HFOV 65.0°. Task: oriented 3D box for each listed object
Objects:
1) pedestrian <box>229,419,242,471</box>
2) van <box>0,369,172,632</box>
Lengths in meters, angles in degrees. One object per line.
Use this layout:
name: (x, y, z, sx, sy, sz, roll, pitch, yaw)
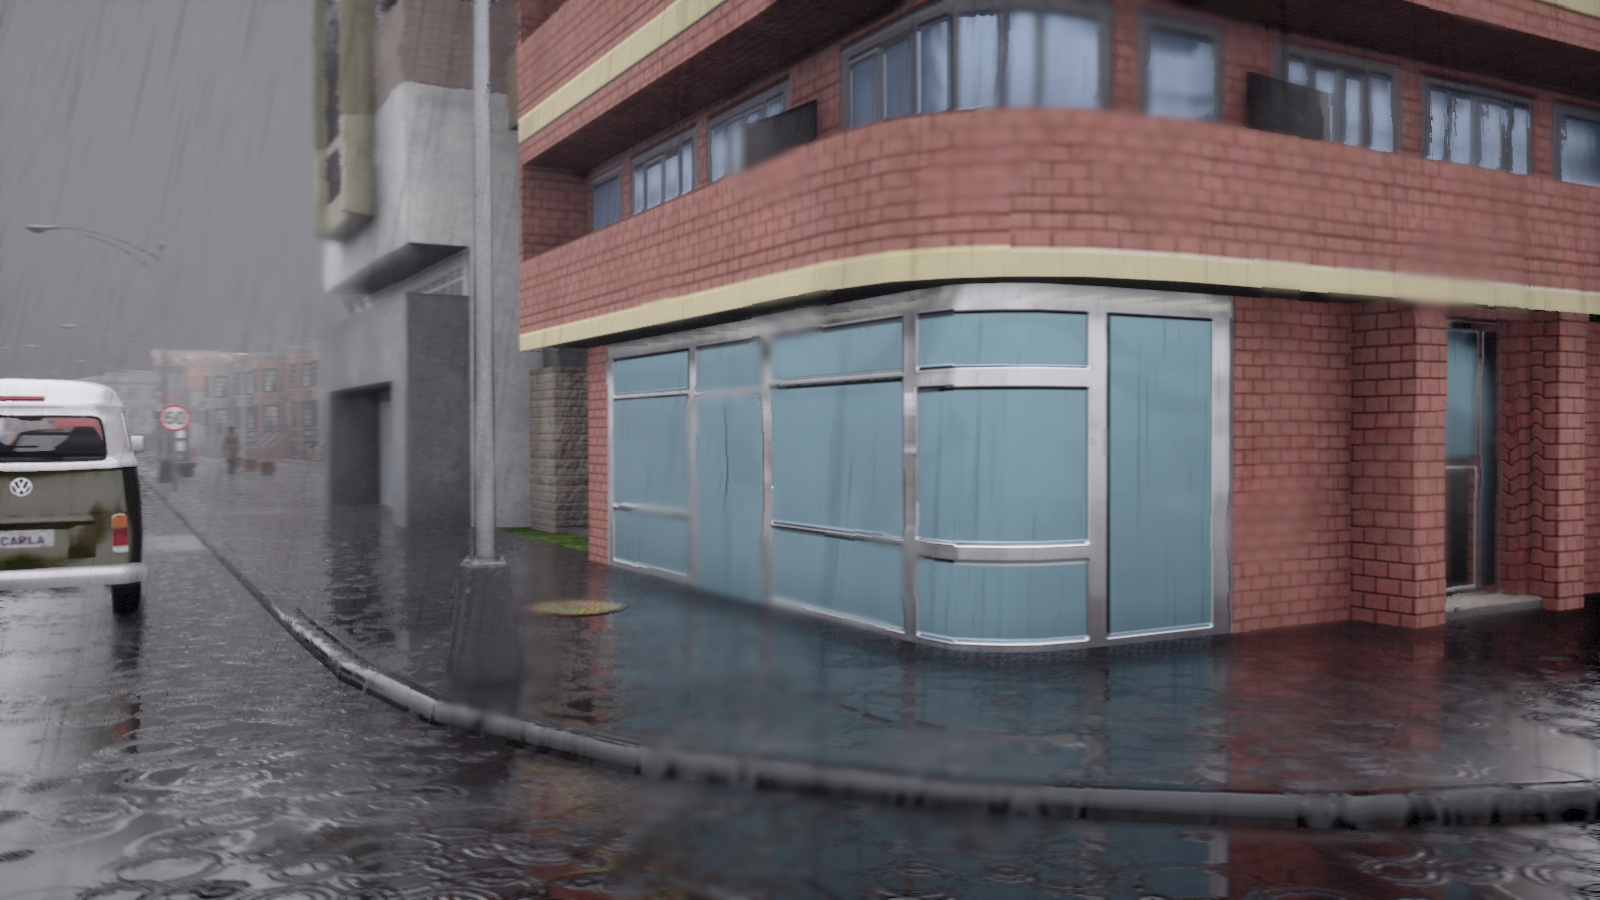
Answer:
pedestrian: (-20.997, -0.181, 46.698, 0.396, 1.930, 0.692, 0, 1, -19)
van: (-7.183, 0.360, 11.732, 2.069, 2.038, 4.480, 0, 1, -30)
